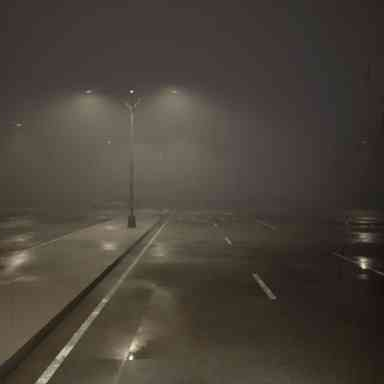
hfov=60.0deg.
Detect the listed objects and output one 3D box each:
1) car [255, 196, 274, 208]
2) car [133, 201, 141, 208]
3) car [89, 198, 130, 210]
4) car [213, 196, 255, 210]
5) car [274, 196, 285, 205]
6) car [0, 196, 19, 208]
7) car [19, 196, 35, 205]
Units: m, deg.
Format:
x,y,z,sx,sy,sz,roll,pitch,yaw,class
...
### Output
x,y,z,sx,sy,sz,roll,pitch,yaw,class
8.535,1.352,46.422,4.553,1.767,2.097,0,0,0,car
-9.229,1.564,46.369,4.181,1.385,1.994,0,0,0,car
-10.860,1.525,42.878,4.674,1.442,1.812,0,0,0,car
5.179,1.477,42.911,5.008,1.535,1.882,0,0,0,car
13.431,1.506,57.158,4.892,1.490,1.837,0,0,0,car
-27.455,1.491,46.317,4.902,1.511,2.128,0,0,0,car
-29.535,1.490,57.007,4.902,1.511,2.128,0,0,0,car
